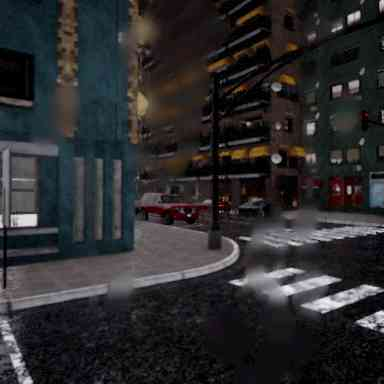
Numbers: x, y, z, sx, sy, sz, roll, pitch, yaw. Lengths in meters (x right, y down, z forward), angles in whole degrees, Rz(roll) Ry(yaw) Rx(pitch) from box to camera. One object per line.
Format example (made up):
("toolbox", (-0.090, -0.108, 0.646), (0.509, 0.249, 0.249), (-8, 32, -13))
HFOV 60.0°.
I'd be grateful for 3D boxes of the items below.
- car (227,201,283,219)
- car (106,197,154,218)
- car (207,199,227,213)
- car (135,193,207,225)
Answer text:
("car", (5.159, 1.329, 26.350), (1.947, 1.339, 4.313), (1, 0, -36))
("car", (-4.917, 1.170, 25.965), (1.887, 1.381, 4.507), (2, 0, -36))
("car", (1.886, 1.265, 30.857), (1.802, 1.307, 4.206), (1, 0, -36))
("car", (-1.638, 1.020, 21.458), (2.192, 1.841, 5.009), (2, 0, -36))
